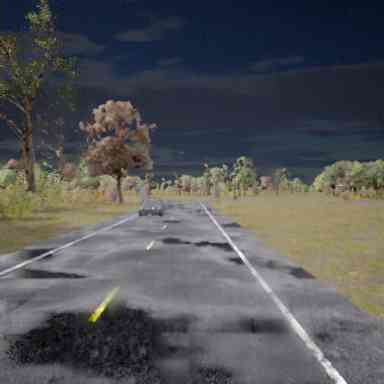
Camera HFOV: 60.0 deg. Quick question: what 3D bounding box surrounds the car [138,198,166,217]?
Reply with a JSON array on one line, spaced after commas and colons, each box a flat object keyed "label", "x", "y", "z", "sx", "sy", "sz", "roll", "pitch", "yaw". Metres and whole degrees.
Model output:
[{"label": "car", "x": -3.592, "y": 1.334, "z": 30.514, "sx": 2.097, "sy": 1.767, "sz": 4.553, "roll": 0, "pitch": 0, "yaw": 0}]
